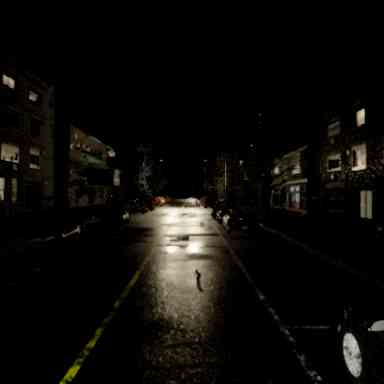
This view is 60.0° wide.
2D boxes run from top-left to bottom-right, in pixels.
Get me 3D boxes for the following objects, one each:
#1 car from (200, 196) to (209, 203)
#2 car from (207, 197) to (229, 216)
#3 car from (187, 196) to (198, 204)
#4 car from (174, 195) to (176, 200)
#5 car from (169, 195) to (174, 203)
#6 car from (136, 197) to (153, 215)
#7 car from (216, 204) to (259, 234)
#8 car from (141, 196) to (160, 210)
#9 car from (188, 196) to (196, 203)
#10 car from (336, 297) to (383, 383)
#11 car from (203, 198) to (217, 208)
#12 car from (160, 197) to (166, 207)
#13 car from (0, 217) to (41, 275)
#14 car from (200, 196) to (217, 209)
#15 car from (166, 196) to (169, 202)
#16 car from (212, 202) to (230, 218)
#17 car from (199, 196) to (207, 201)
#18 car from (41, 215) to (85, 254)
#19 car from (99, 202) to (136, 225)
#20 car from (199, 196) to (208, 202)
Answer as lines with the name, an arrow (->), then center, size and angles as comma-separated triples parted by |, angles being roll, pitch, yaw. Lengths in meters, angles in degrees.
car -> 2.806, 1.710, 74.405 | 1.752, 1.417, 4.829 | 1, 0, 0
car -> 2.718, 1.511, 30.277 | 1.967, 1.590, 4.097 | 1, 0, 0
car -> 0.043, 1.685, 65.648 | 1.812, 1.442, 4.674 | 0, 0, 0
car -> -5.750, 1.769, 87.258 | 2.008, 1.369, 4.403 | 1, 0, 0
car -> -5.703, 1.711, 76.023 | 1.752, 1.417, 4.829 | 1, 0, 0
car -> -5.660, 1.606, 35.646 | 1.752, 1.417, 4.829 | 1, 0, 0
car -> 2.709, 1.596, 19.210 | 2.008, 1.369, 4.403 | 1, 0, 0
car -> -5.655, 1.410, 41.350 | 2.192, 1.841, 5.009 | 1, 0, 0
car -> 0.049, 1.596, 75.651 | 1.837, 1.490, 4.892 | 0, 0, 0
car -> 2.698, 1.558, 2.611 | 2.008, 1.369, 4.403 | 1, 0, 0
car -> 2.731, 1.692, 52.408 | 1.947, 1.339, 4.313 | 1, 0, 0
car -> -5.650, 1.705, 52.415 | 1.802, 1.307, 4.206 | 1, 0, 0
car -> -5.677, 1.542, 7.980 | 1.752, 1.417, 4.829 | 1, 0, 0
car -> 2.730, 1.427, 46.876 | 2.192, 1.841, 5.009 | 1, 0, 0
car -> -5.644, 1.578, 57.949 | 1.967, 1.590, 4.097 | 1, 0, 0
car -> 2.713, 1.640, 24.743 | 1.802, 1.307, 4.206 | 1, 0, 0
car -> 2.885, 1.795, 90.170 | 1.947, 1.339, 4.313 | 0, 0, 0
car -> -5.674, 1.612, 13.684 | 1.802, 1.307, 4.206 | 1, 0, 0
car -> -5.668, 1.637, 24.751 | 1.802, 1.307, 4.206 | 1, 0, 0
car -> 2.851, 1.758, 82.625 | 2.008, 1.369, 4.403 | 1, 0, 0
